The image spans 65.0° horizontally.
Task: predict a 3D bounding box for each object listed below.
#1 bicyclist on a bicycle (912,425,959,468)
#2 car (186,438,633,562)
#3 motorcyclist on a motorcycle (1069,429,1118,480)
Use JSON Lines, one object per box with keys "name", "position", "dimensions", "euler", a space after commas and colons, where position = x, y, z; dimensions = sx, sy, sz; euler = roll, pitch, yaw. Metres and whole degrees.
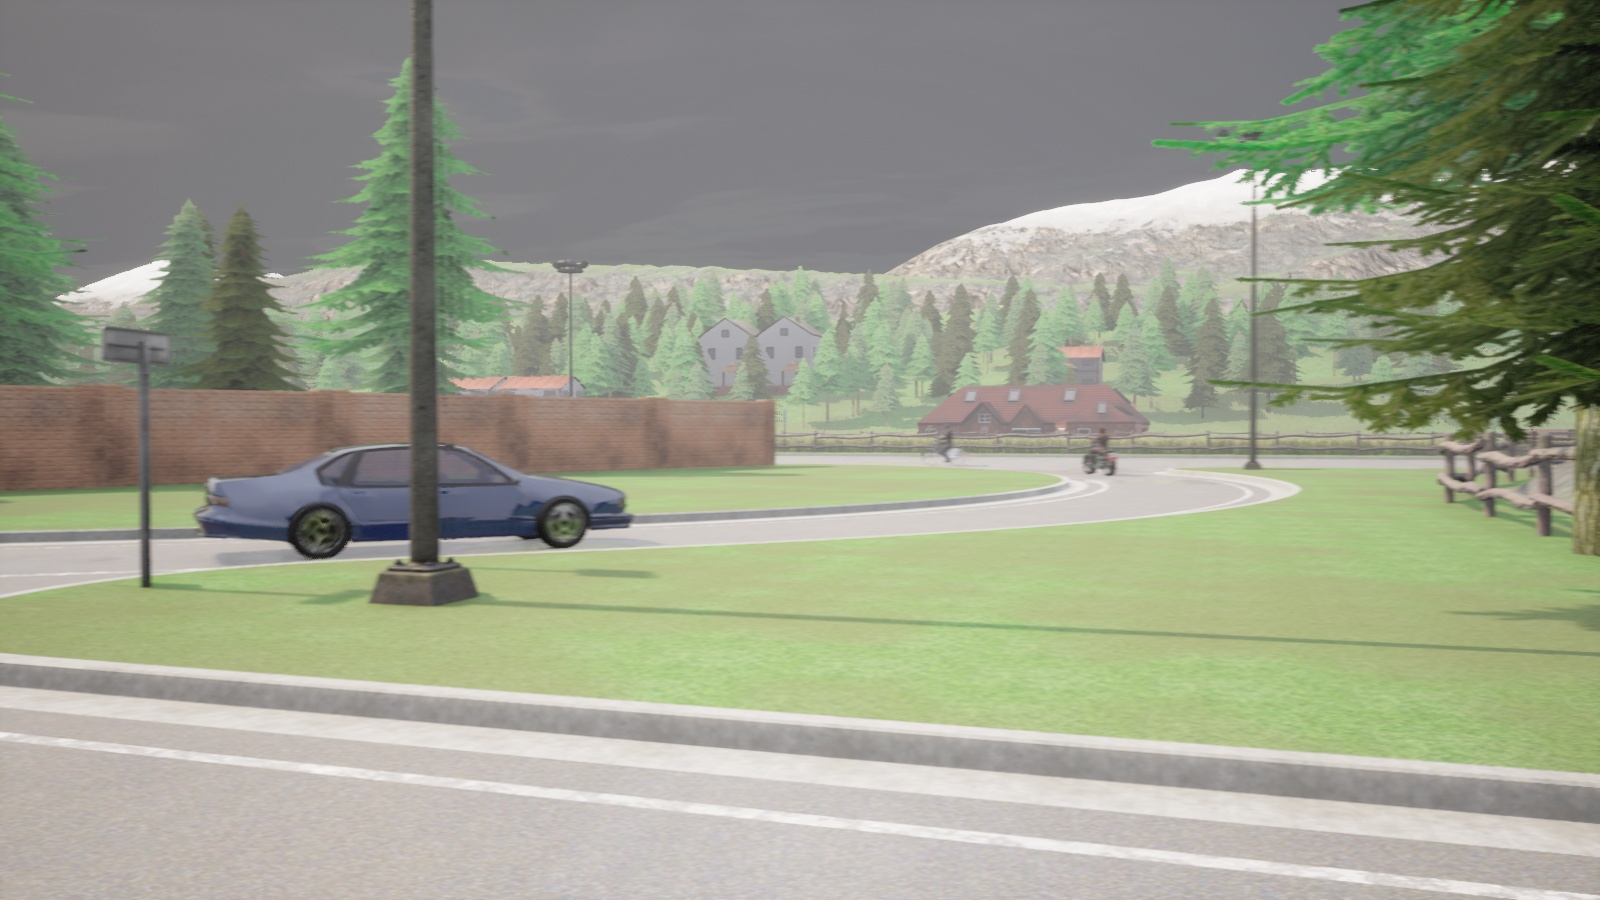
{"name": "bicyclist on a bicycle", "position": [5.664, -0.158, 52.613], "dimensions": [1.843, 1.776, 0.659], "euler": [1, 1, 19]}
{"name": "car", "position": [-5.088, 0.559, 16.545], "dimensions": [5.357, 1.411, 2.033], "euler": [0, 1, -27]}
{"name": "motorcyclist on a motorcycle", "position": [9.846, 0.124, 42.233], "dimensions": [0.766, 1.649, 2.350], "euler": [0, 1, -9]}
